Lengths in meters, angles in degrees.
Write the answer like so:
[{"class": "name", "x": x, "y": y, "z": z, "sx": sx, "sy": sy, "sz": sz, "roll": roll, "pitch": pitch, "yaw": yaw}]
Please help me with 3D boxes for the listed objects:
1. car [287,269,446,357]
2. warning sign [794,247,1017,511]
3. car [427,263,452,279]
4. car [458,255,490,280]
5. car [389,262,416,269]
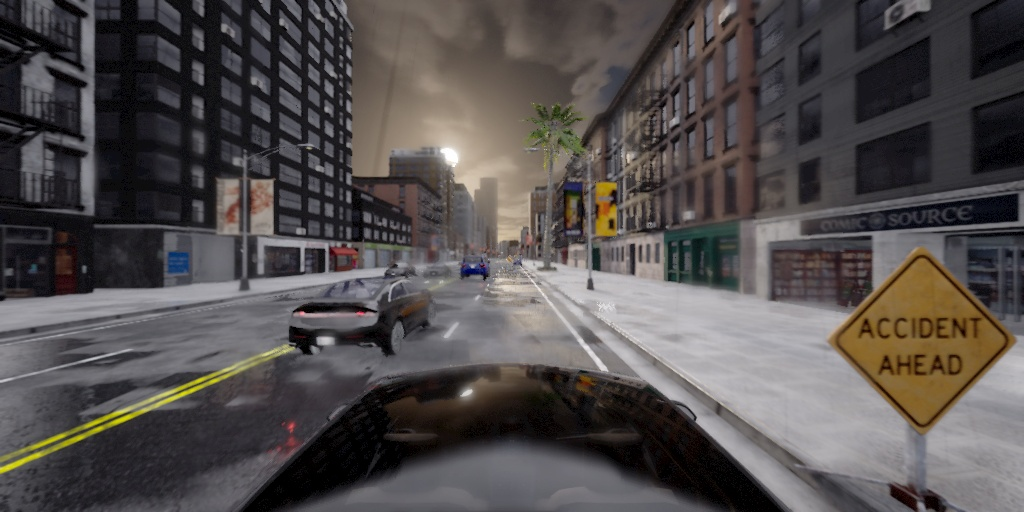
[{"class": "car", "x": -3.168, "y": 1.241, "z": 8.557, "sx": 2.128, "sy": 1.511, "sz": 4.902, "roll": 0, "pitch": 0, "yaw": 0}, {"class": "warning sign", "x": 2.850, "y": 0.865, "z": 2.527, "sx": 1.300, "sy": 1.860, "sz": 1.060, "roll": 0, "pitch": 0, "yaw": 0}, {"class": "car", "x": -6.600, "y": 1.315, "z": 32.188, "sx": 1.994, "sy": 1.385, "sz": 4.181, "roll": 0, "pitch": 0, "yaw": 0}, {"class": "car", "x": -3.154, "y": 0.972, "z": 31.504, "sx": 2.150, "sy": 2.045, "sz": 5.566, "roll": 0, "pitch": 0, "yaw": 0}, {"class": "car", "x": -9.850, "y": 1.277, "z": 32.069, "sx": 1.812, "sy": 1.442, "sz": 4.674, "roll": 0, "pitch": 0, "yaw": 0}]
